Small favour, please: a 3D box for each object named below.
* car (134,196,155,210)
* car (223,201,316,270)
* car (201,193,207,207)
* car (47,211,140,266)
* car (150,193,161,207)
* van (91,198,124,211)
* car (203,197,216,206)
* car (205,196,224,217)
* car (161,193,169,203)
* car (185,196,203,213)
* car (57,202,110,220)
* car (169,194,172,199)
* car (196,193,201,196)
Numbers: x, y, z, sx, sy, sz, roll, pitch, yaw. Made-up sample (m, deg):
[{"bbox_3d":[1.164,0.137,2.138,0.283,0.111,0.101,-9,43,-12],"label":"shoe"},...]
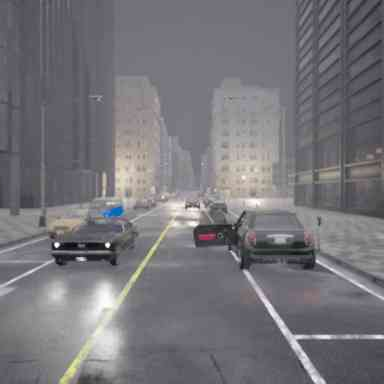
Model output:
[{"bbox_3d":[-5.848,1.455,39.919,1.802,1.307,4.206,0,0,0],"label":"car"},{"bbox_3d":[2.392,1.325,11.131,2.097,1.767,4.553,0,0,0],"label":"car"},{"bbox_3d":[2.679,1.288,45.532,1.967,1.590,4.097,0,0,0],"label":"car"},{"bbox_3d":[-3.099,1.573,11.540,1.895,1.301,4.718,0,0,0],"label":"car"},{"bbox_3d":[-5.847,1.288,45.560,1.967,1.590,4.097,0,0,0],"label":"car"},{"bbox_3d":[-5.853,1.280,22.999,1.690,1.788,3.998,0,0,0],"label":"van"},{"bbox_3d":[2.681,1.404,51.173,1.802,1.307,4.206,0,0,0],"label":"car"},{"bbox_3d":[2.676,1.448,34.255,2.008,1.369,4.403,0,0,0],"label":"car"},{"bbox_3d":[-5.842,1.336,62.479,1.947,1.339,4.313,0,0,0],"label":"car"},{"bbox_3d":[0.091,1.467,41.374,1.895,1.301,4.718,0,0,0],"label":"car"},{"bbox_3d":[-5.855,1.482,17.188,1.752,1.417,4.829,0,0,0],"label":"car"},{"bbox_3d":[-5.840,1.059,68.118,2.192,1.841,5.009,0,0,0],"label":"car"},{"bbox_3d":[0.014,1.368,51.570,2.033,1.411,5.357,0,0,0],"label":"car"}]
